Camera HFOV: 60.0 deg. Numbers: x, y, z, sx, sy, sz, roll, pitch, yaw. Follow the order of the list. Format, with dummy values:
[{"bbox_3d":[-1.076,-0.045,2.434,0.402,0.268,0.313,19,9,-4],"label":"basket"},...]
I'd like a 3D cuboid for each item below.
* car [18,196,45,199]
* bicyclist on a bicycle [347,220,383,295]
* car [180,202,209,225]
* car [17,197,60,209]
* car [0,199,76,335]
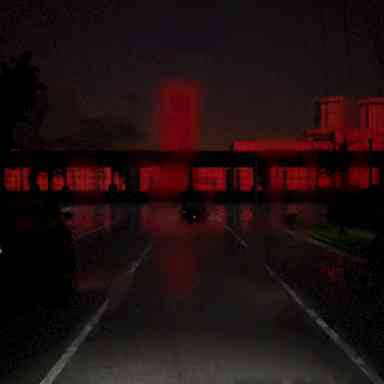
[{"bbox_3d":[-19.439,1.307,41.075,4.553,1.767,2.097,0,0,2],"label":"car"},{"bbox_3d":[4.153,1.422,7.132,1.656,1.620,0.582,0,0,0],"label":"bicyclist on a bicycle"},{"bbox_3d":[0.169,1.452,23.803,1.882,1.535,5.008,0,0,0],"label":"car"},{"bbox_3d":[-20.495,1.456,44.613,4.892,1.490,1.837,0,0,2],"label":"car"},{"bbox_3d":[-3.571,1.219,4.916,2.150,2.045,5.566,0,0,0],"label":"car"}]
